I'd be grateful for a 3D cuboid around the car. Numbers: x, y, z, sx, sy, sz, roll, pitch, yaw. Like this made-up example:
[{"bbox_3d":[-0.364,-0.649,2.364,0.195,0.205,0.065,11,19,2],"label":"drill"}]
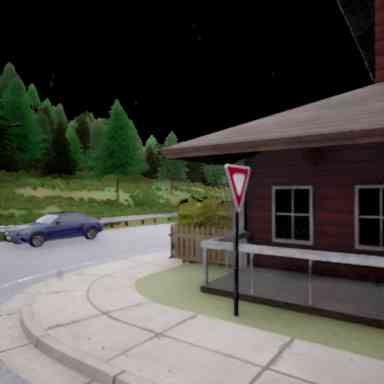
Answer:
[{"bbox_3d":[-6.537,1.716,16.277,1.812,1.442,4.674,0,0,36],"label":"car"}]
